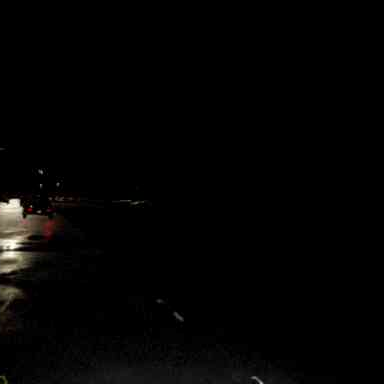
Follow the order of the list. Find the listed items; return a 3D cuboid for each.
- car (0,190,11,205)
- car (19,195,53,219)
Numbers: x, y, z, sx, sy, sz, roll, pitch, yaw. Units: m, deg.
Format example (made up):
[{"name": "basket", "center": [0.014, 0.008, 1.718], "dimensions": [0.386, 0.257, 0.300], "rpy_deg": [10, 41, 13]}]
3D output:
[{"name": "car", "center": [-21.323, 0.590, 37.063], "dimensions": [1.882, 1.535, 5.008], "rpy_deg": [4, -2, -28]}, {"name": "car", "center": [-10.823, 1.037, 23.282], "dimensions": [1.812, 1.442, 4.674], "rpy_deg": [4, -1, -28]}]
